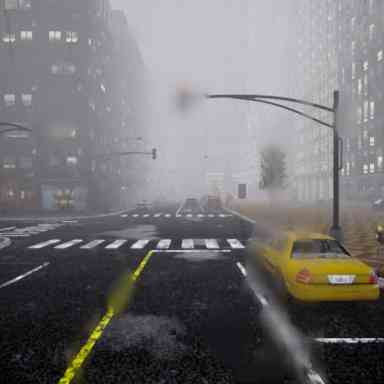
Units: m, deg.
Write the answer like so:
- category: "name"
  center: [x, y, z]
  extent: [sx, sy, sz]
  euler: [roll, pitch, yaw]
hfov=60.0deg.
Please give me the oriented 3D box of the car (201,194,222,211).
- category: "car"
  center: [2.568, 1.332, 40.503]
  extent: [2.192, 1.841, 5.009]
  euler: [0, 0, 0]

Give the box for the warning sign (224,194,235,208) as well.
- category: "warning sign"
  center: [4.945, 1.136, 43.767]
  extent: [1.300, 1.860, 1.060]
  euler: [0, 0, 0]

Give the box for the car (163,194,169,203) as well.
- category: "car"
  center: [-5.877, 1.592, 62.583]
  extent: [1.887, 1.381, 4.507]
  euler: [0, 0, 0]

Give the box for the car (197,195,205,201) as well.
- category: "car"
  center: [2.422, 1.625, 90.412]
  extent: [1.752, 1.417, 4.829]
  euler: [0, 0, 0]

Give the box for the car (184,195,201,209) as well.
- category: "car"
  center: [-0.032, 1.527, 45.737]
  extent: [1.837, 1.490, 4.892]
  euler: [0, 0, 0]

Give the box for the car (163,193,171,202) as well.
- category: "car"
  center: [-5.894, 1.497, 68.111]
  extent: [1.967, 1.590, 4.097]
  euler: [0, 0, 0]

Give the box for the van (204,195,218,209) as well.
- category: "van"
  center: [2.551, 1.364, 46.029]
  extent: [1.690, 1.788, 3.998]
  euler: [0, 0, 0]

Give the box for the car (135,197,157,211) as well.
- category: "car"
  center: [-5.811, 1.568, 40.478]
  extent: [2.008, 1.369, 4.403]
  euler: [0, 0, 0]

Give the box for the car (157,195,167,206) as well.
- category: "car"
  center: [-5.860, 1.589, 57.057]
  extent: [2.008, 1.369, 4.403]
  euler: [0, 0, 0]

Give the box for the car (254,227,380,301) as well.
- category: "car"
  center: [2.664, 1.526, 8.260]
  extent: [1.752, 1.417, 4.829]
  euler: [0, 0, 0]

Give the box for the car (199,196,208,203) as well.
- category: "car"
  center: [2.471, 1.612, 73.662]
  extent: [1.887, 1.381, 4.507]
  euler: [0, 0, 0]

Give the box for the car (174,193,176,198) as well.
- category: "car"
  center: [-5.957, 1.625, 90.048]
  extent: [1.752, 1.417, 4.829]
  euler: [0, 0, 0]

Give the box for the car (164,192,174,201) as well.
- category: "car"
  center: [-5.926, 1.517, 79.164]
  extent: [1.967, 1.590, 4.097]
  euler: [0, 0, 0]
